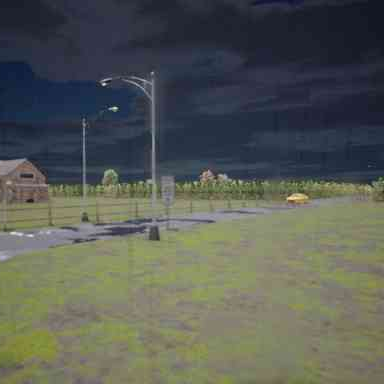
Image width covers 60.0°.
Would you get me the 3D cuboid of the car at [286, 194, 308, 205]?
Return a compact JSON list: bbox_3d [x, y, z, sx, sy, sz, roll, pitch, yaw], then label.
[{"bbox_3d":[15.519,1.028,49.033,1.882,1.535,5.008,0,0,37],"label":"car"}]
